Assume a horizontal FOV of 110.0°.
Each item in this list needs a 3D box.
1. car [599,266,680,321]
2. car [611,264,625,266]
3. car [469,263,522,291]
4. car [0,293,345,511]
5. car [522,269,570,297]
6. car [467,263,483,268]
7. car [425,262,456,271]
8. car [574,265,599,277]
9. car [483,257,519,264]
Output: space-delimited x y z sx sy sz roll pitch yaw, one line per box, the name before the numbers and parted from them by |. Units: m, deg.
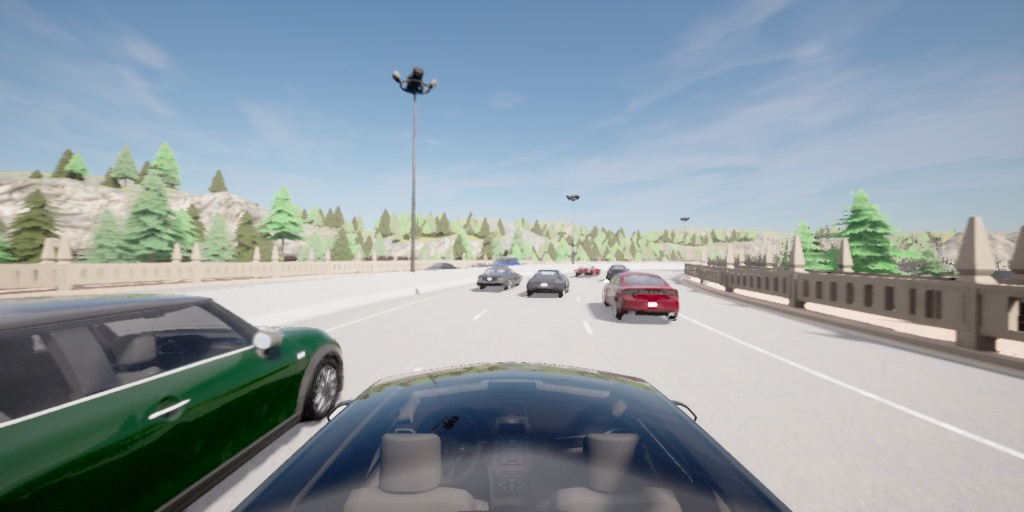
car | 4.512 1.313 13.132 1.882 1.535 5.008 0 0 8
car | 9.533 1.478 32.228 1.812 1.442 4.674 0 0 21
car | -0.699 1.396 23.240 2.033 1.411 5.357 0 0 14
car | -3.276 1.079 2.943 2.097 1.767 4.553 1 0 0
car | 2.057 1.413 19.822 1.994 1.385 4.181 0 0 13
car | -4.092 1.541 45.083 1.994 1.385 4.181 0 -1 25
car | -8.637 1.466 43.633 1.812 1.442 4.674 0 -1 24
car | 8.232 1.587 38.436 1.895 1.301 4.718 0 0 26
car | -0.918 1.201 43.796 2.150 2.045 5.566 0 0 25
